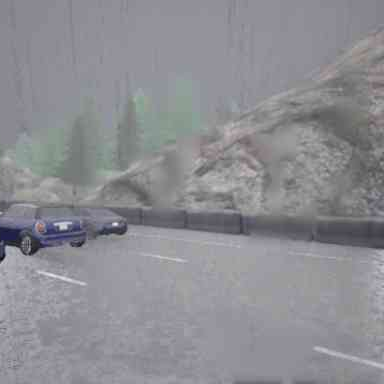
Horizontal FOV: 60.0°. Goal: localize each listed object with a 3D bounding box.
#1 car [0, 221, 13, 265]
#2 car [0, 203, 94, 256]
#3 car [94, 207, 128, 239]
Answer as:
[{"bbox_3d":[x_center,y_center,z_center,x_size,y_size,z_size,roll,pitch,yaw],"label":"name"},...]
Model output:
[{"bbox_3d":[-7.083,1.466,9.037,4.718,1.301,1.895,1,0,35],"label":"car"},{"bbox_3d":[-6.144,1.201,12.665,4.553,1.767,2.097,1,0,35],"label":"car"},{"bbox_3d":[-5.112,1.399,16.227,4.181,1.385,1.994,1,1,35],"label":"car"}]
